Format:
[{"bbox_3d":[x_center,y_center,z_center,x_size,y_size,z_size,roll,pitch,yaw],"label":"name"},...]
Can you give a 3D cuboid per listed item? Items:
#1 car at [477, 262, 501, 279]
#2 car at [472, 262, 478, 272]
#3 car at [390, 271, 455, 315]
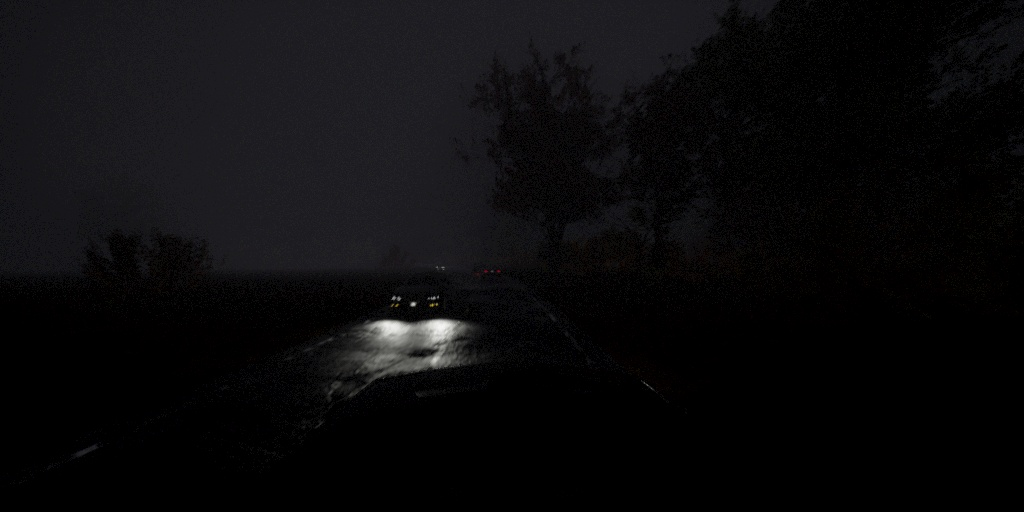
[{"bbox_3d":[-2.243,1.569,37.456,2.033,1.411,5.357,0,0,-8],"label":"car"},{"bbox_3d":[-4.941,1.654,53.687,2.128,1.511,4.902,0,0,-11],"label":"car"},{"bbox_3d":[-3.408,1.372,14.386,1.837,1.490,4.892,0,0,-3],"label":"car"}]
